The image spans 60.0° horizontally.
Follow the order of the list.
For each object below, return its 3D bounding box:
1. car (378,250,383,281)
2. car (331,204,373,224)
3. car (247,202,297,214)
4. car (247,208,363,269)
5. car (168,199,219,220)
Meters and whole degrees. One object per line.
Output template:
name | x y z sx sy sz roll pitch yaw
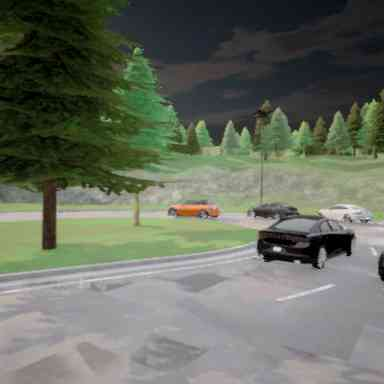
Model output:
car | 6.591 1.647 9.043 1.994 1.385 4.181 1 0 43
car | 12.013 1.704 26.467 1.812 1.442 4.674 1 0 -21
car | 6.834 1.640 28.478 1.837 1.490 4.892 2 -1 -34
car | 4.124 1.544 11.580 1.882 1.535 5.008 1 0 41
car | 0.064 1.426 29.442 4.553 1.767 2.097 0 0 30
